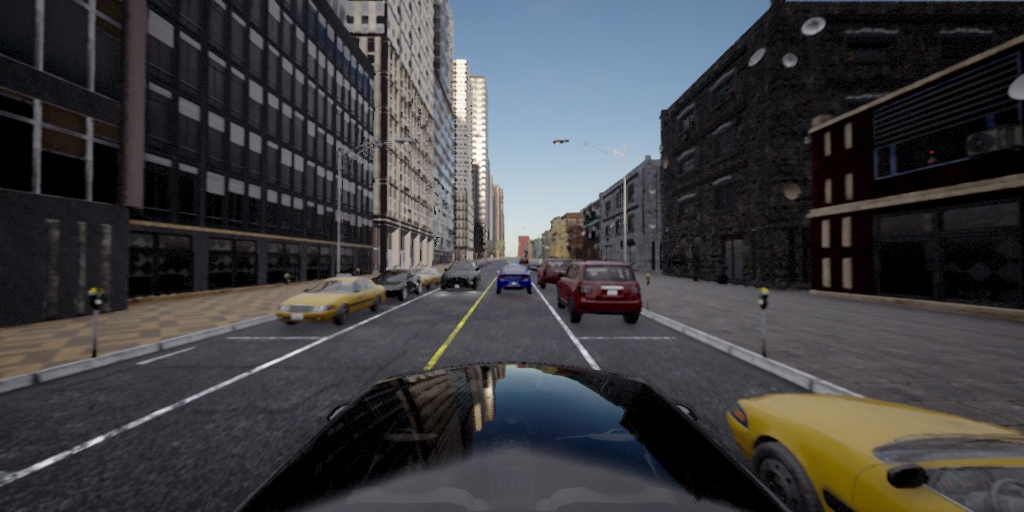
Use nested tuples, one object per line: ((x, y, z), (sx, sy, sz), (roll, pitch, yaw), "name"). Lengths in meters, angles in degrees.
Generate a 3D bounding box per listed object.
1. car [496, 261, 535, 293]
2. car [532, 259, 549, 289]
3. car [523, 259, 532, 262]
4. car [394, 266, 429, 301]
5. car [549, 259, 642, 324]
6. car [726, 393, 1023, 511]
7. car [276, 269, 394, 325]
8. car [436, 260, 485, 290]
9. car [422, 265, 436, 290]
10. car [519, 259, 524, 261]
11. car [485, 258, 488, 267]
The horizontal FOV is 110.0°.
((0.103, 1.248, 20.837), (1.882, 1.535, 5.008), (0, 0, 0), "car")
((2.696, 1.087, 23.163), (2.192, 1.841, 5.009), (0, 0, 0), "car")
((2.700, 1.351, 45.346), (1.948, 1.339, 4.313), (0, 0, 0), "car")
((-5.686, 1.333, 17.617), (1.948, 1.339, 4.313), (0, 0, 0), "car")
((2.694, 1.077, 12.070), (2.192, 1.841, 5.009), (0, 0, 0), "car")
((2.692, 1.275, 1.147), (1.751, 1.417, 4.829), (0, 0, 0), "car")
((-5.687, 1.287, 11.899), (1.751, 1.417, 4.829), (0, 0, 0), "car")
((-3.093, 1.124, 22.400), (2.097, 1.767, 4.553), (0, 0, 0), "car")
((-5.685, 1.298, 22.992), (1.751, 1.417, 4.829), (0, 0, 0), "car")
((0.106, 1.309, 40.765), (1.812, 1.442, 4.674), (0, 0, 0), "car")
((-5.678, 1.353, 61.983), (1.948, 1.339, 4.313), (0, 0, 0), "car")
